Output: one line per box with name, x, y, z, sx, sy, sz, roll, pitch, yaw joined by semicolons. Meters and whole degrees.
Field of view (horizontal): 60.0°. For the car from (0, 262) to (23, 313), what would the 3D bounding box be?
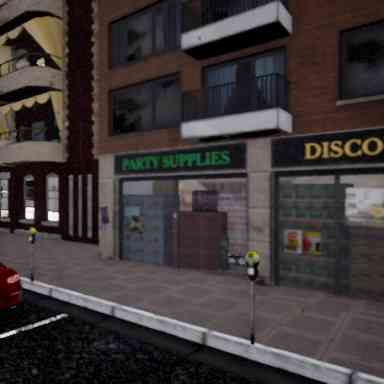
car;-4.858;1.603;6.336;4.206;1.307;1.802;0;0;35
